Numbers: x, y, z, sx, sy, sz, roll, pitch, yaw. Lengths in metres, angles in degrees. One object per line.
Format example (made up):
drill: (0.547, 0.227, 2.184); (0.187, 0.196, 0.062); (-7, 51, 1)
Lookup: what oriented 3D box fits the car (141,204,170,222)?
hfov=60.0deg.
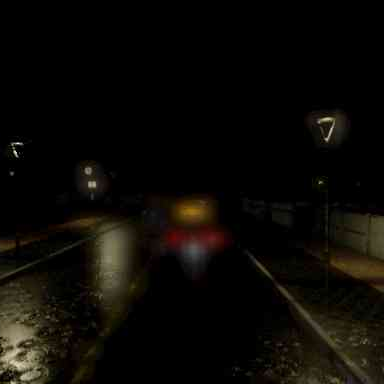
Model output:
car: (-2.835, 1.631, 26.743); (1.994, 1.385, 4.181); (0, 0, 0)

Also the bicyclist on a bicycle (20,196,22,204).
bicyclist on a bicycle: (-24.882, 1.181, 48.072); (0.582, 1.620, 1.656); (0, 3, -16)

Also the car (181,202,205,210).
car: (0.078, 1.550, 27.946); (1.882, 1.535, 5.008); (0, 0, 0)

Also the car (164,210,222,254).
car: (0.081, 1.623, 13.473); (1.895, 1.301, 4.718); (0, 0, 0)
